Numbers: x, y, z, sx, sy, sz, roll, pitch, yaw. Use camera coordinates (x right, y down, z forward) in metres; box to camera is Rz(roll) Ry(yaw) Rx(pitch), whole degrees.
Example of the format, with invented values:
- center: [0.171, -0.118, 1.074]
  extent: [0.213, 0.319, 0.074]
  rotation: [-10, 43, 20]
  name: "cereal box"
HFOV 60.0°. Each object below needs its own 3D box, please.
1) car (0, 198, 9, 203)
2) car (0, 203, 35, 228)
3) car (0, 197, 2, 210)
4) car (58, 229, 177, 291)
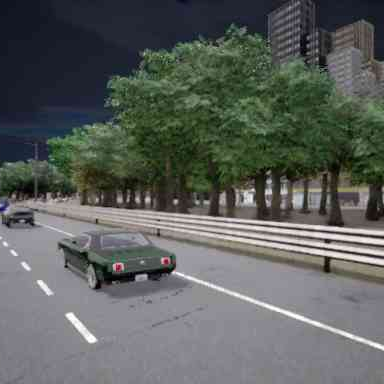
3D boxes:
- center: [-22.925, 1.703, 39.349]
  extent: [2.150, 2.045, 5.566]
  rotation: [1, -1, -35]
  name: "car"
- center: [-13.245, 1.808, 25.283]
  extent: [1.837, 1.490, 4.892]
  rotation: [1, -1, -35]
  name: "car"
- center: [-32.721, 1.884, 54.953]
  extent: [2.150, 2.045, 5.566]
  rotation: [0, -1, -27]
  name: "car"
- center: [-2.423, 1.724, 9.558]
  extent: [1.895, 1.301, 4.718]
  rotation: [1, -1, -35]
  name: "car"
